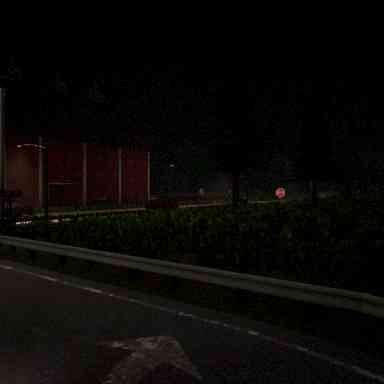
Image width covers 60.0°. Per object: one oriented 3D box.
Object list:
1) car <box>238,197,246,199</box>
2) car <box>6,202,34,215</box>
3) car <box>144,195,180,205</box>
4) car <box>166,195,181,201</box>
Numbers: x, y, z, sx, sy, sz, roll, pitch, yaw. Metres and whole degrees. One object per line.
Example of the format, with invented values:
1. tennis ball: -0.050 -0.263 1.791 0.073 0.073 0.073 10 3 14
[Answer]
1. car: 7.995 1.536 56.589 2.128 1.511 4.902 0 0 36
2. car: -14.807 1.518 25.797 2.128 1.511 4.902 0 0 36
3. car: -3.757 1.504 40.795 1.882 1.535 5.008 0 0 36
4. car: -4.718 1.532 85.619 1.816 1.474 4.193 0 0 36
